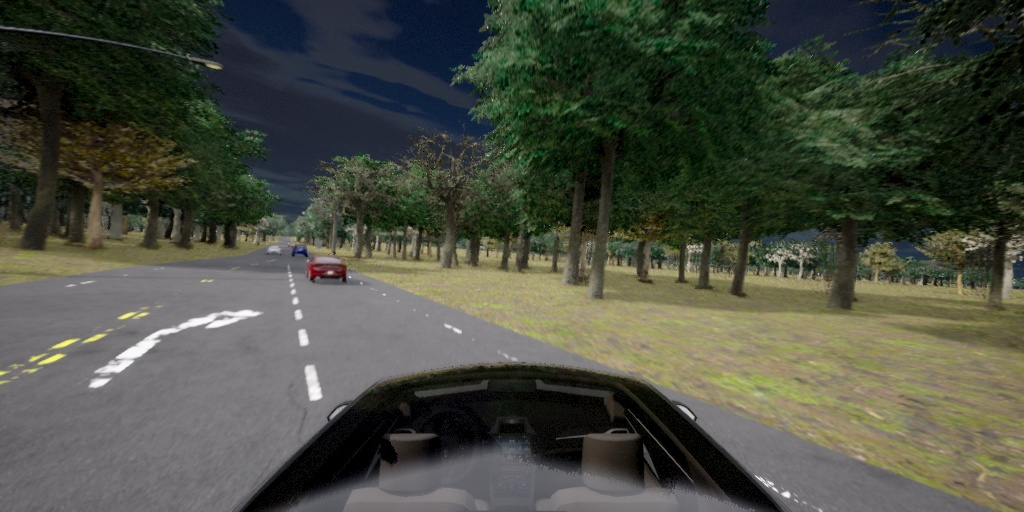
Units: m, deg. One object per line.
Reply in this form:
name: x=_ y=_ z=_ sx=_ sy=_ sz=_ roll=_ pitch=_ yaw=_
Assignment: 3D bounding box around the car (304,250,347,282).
car: x=-11.231 y=0.690 z=21.676 sx=1.882 sy=1.535 sz=5.008 roll=4 pitch=0 yaw=-32
